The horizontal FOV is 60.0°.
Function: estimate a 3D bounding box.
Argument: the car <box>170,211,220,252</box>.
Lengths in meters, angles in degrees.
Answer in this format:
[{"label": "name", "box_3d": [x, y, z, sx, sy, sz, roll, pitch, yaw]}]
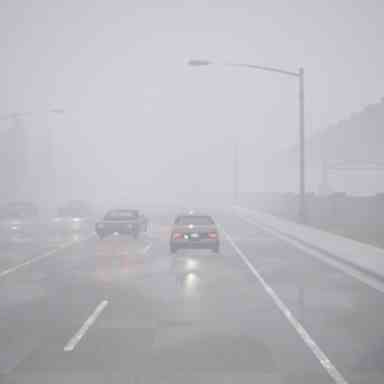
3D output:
[{"label": "car", "box_3d": [0.092, 1.510, 13.714, 2.033, 1.411, 5.357, 0, 0, 0]}]

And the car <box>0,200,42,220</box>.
[{"label": "car", "box_3d": [-14.116, 1.430, 27.344, 1.837, 1.490, 4.892, 0, 0, 0]}]

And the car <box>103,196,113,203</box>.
[{"label": "car", "box_3d": [-17.463, 1.612, 69.046, 1.994, 1.385, 4.181, 0, -2, -15]}]

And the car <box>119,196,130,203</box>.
[{"label": "car", "box_3d": [-14.532, 1.491, 71.498, 1.882, 1.535, 5.008, 0, -2, -15]}]

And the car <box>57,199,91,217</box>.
[{"label": "car", "box_3d": [-10.619, 1.422, 30.302, 1.837, 1.490, 4.892, 0, 0, 0]}]

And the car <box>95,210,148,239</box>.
[{"label": "car", "box_3d": [-3.410, 1.554, 17.110, 1.895, 1.301, 4.718, 0, 0, 0]}]
